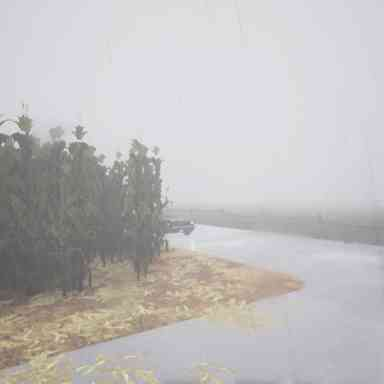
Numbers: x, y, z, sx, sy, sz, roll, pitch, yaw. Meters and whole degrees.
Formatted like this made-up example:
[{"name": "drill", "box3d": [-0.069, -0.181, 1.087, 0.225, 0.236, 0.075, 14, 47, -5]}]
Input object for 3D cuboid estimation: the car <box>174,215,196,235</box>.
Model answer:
[{"name": "car", "box3d": [-1.813, 1.693, 18.694, 1.895, 1.301, 4.718, 0, -1, -35]}]
